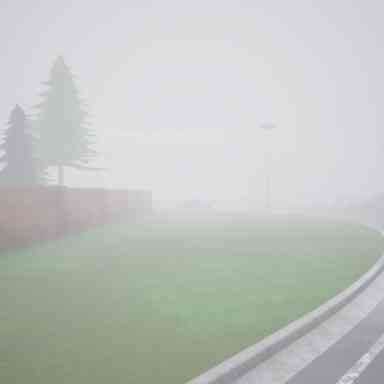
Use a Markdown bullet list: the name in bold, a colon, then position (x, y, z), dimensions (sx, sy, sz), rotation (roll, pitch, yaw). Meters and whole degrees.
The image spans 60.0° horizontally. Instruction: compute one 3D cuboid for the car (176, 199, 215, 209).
- **car**: position (0.438, 1.688, 46.804), dimensions (5.357, 1.411, 2.033), rotation (0, 0, 21)
